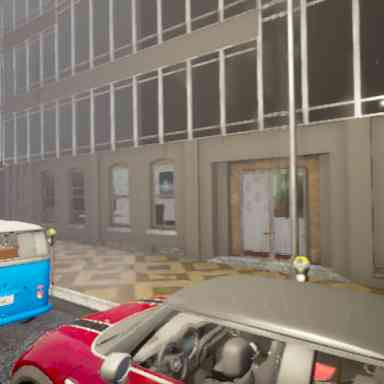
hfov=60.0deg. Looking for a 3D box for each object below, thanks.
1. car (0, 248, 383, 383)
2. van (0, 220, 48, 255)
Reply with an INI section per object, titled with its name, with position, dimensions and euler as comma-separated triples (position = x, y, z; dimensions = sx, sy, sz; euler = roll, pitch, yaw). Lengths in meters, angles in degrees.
[car]
position = 0.304, 1.440, 2.676
dimensions = 4.097, 1.590, 1.967
euler = 0, -1, 35
[van]
position = -4.213, 1.340, 5.897
dimensions = 3.998, 1.788, 1.690
euler = 0, -1, 35
